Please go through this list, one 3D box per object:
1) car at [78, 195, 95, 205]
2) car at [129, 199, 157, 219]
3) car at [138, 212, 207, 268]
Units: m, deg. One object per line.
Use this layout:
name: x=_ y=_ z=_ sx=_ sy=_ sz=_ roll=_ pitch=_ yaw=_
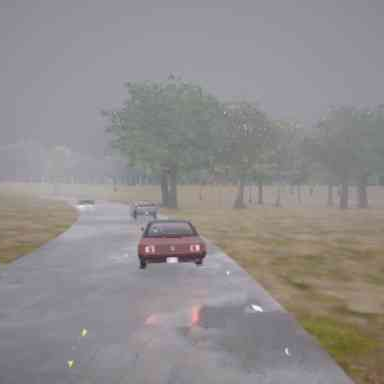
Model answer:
car: x=-14.854 y=1.111 z=46.555 sx=1.994 sy=1.385 sz=4.181 roll=0 pitch=1 yaw=-24
car: x=-4.088 y=1.345 z=27.382 sx=2.128 sy=1.511 sz=4.902 roll=0 pitch=1 yaw=-16
car: x=-0.772 y=1.554 z=11.139 sx=1.895 sy=1.301 sz=4.718 roll=-1 pitch=0 yaw=-6
